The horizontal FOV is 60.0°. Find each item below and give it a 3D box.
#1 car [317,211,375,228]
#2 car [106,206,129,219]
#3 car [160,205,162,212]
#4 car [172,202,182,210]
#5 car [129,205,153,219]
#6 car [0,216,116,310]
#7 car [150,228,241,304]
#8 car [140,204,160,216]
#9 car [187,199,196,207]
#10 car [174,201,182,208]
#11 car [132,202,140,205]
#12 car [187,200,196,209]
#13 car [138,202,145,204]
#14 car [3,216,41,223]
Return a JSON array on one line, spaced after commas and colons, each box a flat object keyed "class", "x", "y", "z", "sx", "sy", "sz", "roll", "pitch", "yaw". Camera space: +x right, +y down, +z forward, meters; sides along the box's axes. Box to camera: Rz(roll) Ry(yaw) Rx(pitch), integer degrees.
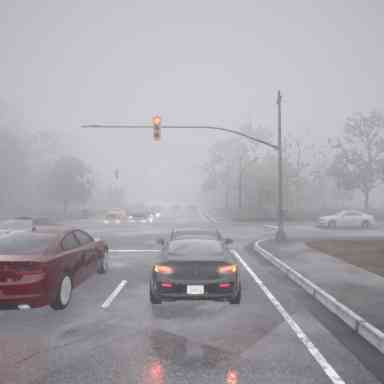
[{"class": "car", "x": 13.208, "y": 2.334, "z": 28.622, "sx": 4.674, "sy": 1.442, "sz": 1.812, "roll": 0, "pitch": -2, "yaw": -1}, {"class": "car", "x": -10.659, "y": 3.023, "z": 46.957, "sx": 1.882, "sy": 1.535, "sz": 5.008, "roll": 0, "pitch": -2, "yaw": 0}, {"class": "car", "x": -7.109, "y": 3.297, "z": 66.618, "sx": 2.128, "sy": 1.511, "sz": 4.902, "roll": 0, "pitch": 0, "yaw": 0}, {"class": "car", "x": -3.601, "y": 3.342, "z": 76.892, "sx": 1.895, "sy": 1.301, "sz": 4.718, "roll": 0, "pitch": 0, "yaw": 0}, {"class": "car", "x": -7.148, "y": 3.026, "z": 47.091, "sx": 1.882, "sy": 1.535, "sz": 5.008, "roll": 0, "pitch": -2, "yaw": 1}, {"class": "car", "x": -3.427, "y": 1.554, "z": 8.037, "sx": 1.882, "sy": 1.535, "sz": 5.008, "roll": 0, "pitch": -1, "yaw": 0}, {"class": "car", "x": 0.070, "y": 1.604, "z": 8.179, "sx": 1.812, "sy": 1.442, "sz": 4.674, "roll": 0, "pitch": -1, "yaw": 0}, {"class": "car", "x": -7.159, "y": 3.245, "z": 56.562, "sx": 2.128, "sy": 1.511, "sz": 4.902, "roll": 0, "pitch": -1, "yaw": 0}, {"class": "car", "x": -0.207, "y": 2.877, "z": 86.926, "sx": 2.097, "sy": 1.767, "sz": 4.553, "roll": 0, "pitch": 0, "yaw": -3}, {"class": "car", "x": -3.715, "y": 3.210, "z": 86.803, "sx": 1.812, "sy": 1.442, "sz": 4.674, "roll": 0, "pitch": 0, "yaw": -3}, {"class": "car", "x": -10.657, "y": 3.095, "z": 55.817, "sx": 2.097, "sy": 1.767, "sz": 4.553, "roll": 0, "pitch": -1, "yaw": 0}, {"class": "car", "x": -0.102, "y": 3.289, "z": 77.191, "sx": 1.994, "sy": 1.385, "sz": 4.181, "roll": 0, "pitch": 0, "yaw": 0}, {"class": "car", "x": -10.609, "y": 3.027, "z": 66.477, "sx": 2.150, "sy": 2.045, "sz": 5.566, "roll": 0, "pitch": 0, "yaw": 0}, {"class": "car", "x": -6.762, "y": 1.727, "z": 13.451, "sx": 1.812, "sy": 1.442, "sz": 4.674, "roll": 0, "pitch": -2, "yaw": 5}]
